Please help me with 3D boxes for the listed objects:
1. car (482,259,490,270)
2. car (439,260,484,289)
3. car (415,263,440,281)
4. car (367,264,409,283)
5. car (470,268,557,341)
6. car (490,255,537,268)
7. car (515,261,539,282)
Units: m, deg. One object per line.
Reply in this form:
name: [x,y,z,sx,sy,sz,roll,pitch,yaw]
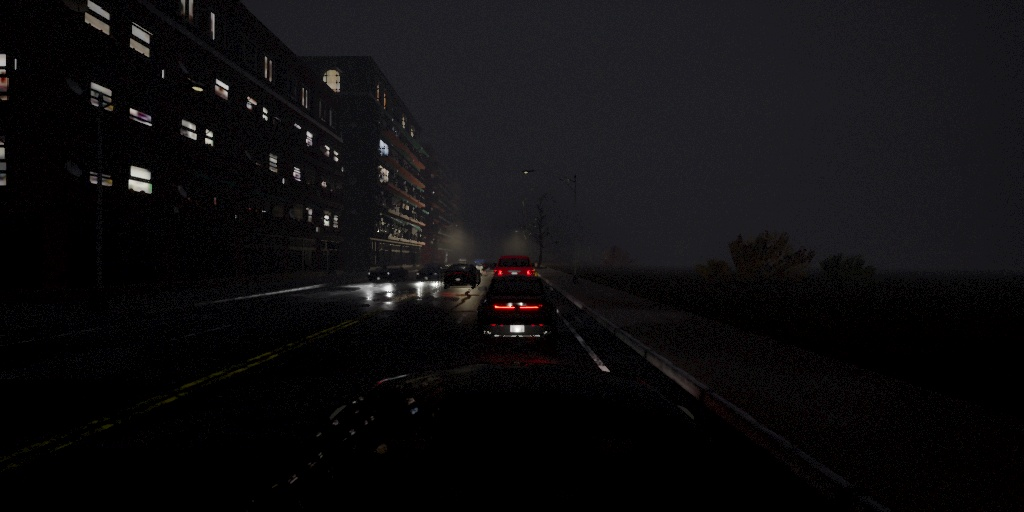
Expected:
car: [-3.093,1.353,51.105,1.895,1.301,4.718,0,0,0]
car: [-3.125,1.231,23.224,1.882,1.535,5.008,0,0,0]
car: [-6.565,1.301,30.111,2.033,1.411,5.357,0,0,0]
car: [-9.819,1.354,28.586,1.895,1.301,4.718,0,0,0]
car: [0.111,1.256,9.843,1.837,1.490,4.892,0,0,0]
car: [0.121,0.974,20.190,2.150,2.045,5.566,0,0,0]
car: [1.171,1.209,30.597,1.801,1.575,5.366,0,0,0]
